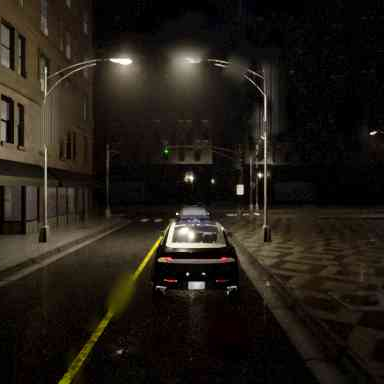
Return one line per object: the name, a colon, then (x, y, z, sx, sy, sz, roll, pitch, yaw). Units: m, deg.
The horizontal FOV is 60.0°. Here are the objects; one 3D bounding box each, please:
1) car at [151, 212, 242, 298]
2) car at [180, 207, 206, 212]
car: (0.089, 1.492, 8.506, 2.128, 1.511, 4.902, 0, 0, 0)
car: (0.074, 1.547, 19.263, 2.033, 1.411, 5.357, 0, 0, -2)
